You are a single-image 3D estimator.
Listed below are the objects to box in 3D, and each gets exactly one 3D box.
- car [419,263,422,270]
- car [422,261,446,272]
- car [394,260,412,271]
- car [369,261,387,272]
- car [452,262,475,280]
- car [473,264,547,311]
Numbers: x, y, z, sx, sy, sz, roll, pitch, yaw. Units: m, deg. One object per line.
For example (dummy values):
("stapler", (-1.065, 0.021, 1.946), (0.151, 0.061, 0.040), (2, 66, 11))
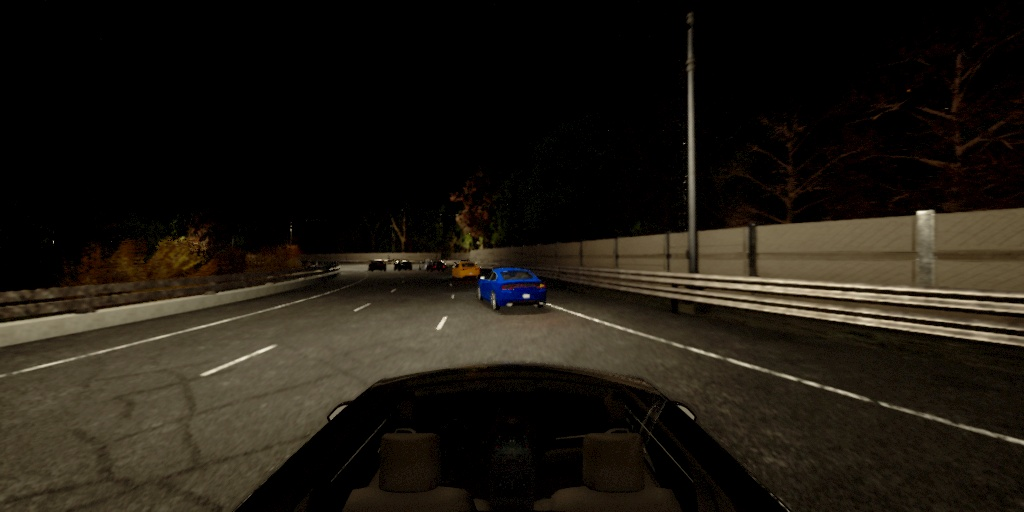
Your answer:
("car", (-12.479, 1.398, 53.495), (1.812, 1.442, 4.674), (0, 0, -30))
("car", (-10.365, 1.400, 48.732), (2.033, 1.411, 5.357), (0, 0, -23))
("car", (-15.911, 1.394, 52.307), (2.128, 1.511, 4.902), (0, 0, -29))
("car", (-19.052, 1.407, 50.755), (1.882, 1.535, 5.008), (0, 0, -29))
("car", (-4.102, 1.272, 31.614), (1.882, 1.535, 5.008), (0, 0, -18))
("car", (-0.150, 1.232, 14.730), (1.882, 1.535, 5.008), (-1, 0, -15))
